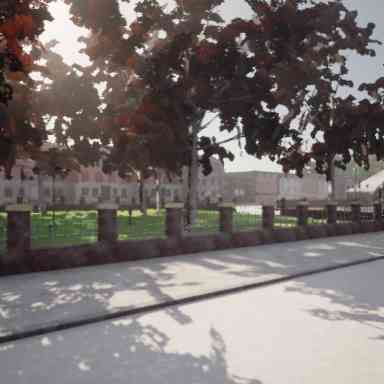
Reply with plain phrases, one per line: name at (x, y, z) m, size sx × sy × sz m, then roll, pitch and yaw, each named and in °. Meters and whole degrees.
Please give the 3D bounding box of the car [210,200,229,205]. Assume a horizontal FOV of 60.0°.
car at (4.564, 1.915, 52.417) m, size 2.033 × 1.411 × 5.357 m, roll 1°, pitch 0°, yaw -35°
